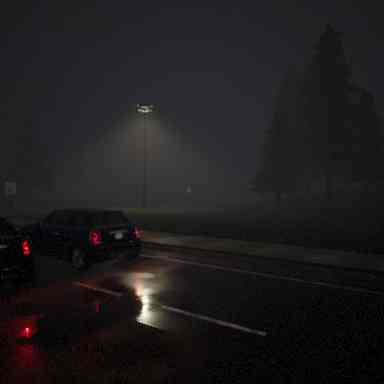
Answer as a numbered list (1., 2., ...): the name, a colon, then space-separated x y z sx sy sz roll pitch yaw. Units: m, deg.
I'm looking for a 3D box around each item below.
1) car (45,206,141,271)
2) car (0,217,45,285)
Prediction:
1. car: -3.859 1.291 10.960 4.553 1.767 2.097 0 0 36
2. car: -5.902 1.291 8.118 4.553 1.767 2.097 0 0 36
